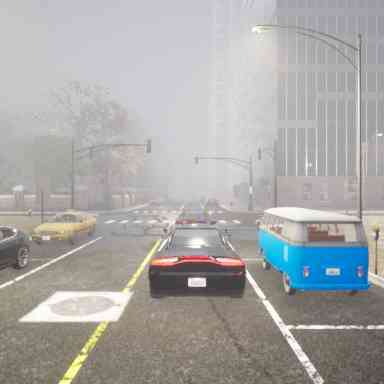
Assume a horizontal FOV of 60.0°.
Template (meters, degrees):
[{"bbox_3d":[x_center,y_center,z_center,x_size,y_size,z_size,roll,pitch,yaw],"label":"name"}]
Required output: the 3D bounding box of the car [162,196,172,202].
[{"bbox_3d":[-5.603,1.537,74.953,1.802,1.307,4.206,0,0,0],"label":"car"}]

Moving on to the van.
[{"bbox_3d":[2.783,1.337,8.408,1.690,1.788,3.998,0,0,0],"label":"van"}]

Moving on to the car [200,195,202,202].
[{"bbox_3d":[2.752,1.538,52.214,1.947,1.339,4.313,0,0,0],"label":"car"}]

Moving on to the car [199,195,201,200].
[{"bbox_3d":[2.778,1.521,74.939,1.947,1.339,4.313,0,0,0],"label":"car"}]

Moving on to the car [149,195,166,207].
[{"bbox_3d":[-5.629,1.517,52.222,1.887,1.381,4.507,0,0,0],"label":"car"}]

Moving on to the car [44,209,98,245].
[{"bbox_3d":[-5.801,1.518,15.651,1.752,1.417,4.829,0,0,0],"label":"car"}]

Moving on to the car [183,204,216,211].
[{"bbox_3d":[0.119,1.555,17.556,1.994,1.385,4.181,0,0,0],"label":"car"}]

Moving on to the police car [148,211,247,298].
[{"bbox_3d":[0.106,1.501,8.593,2.038,1.542,4.974,0,0,0],"label":"police car"}]

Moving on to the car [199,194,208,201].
[{"bbox_3d":[2.786,1.388,80.620,1.967,1.590,4.097,0,0,0],"label":"car"}]

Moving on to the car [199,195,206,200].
[{"bbox_3d":[2.799,1.452,92.156,1.752,1.417,4.829,0,0,0],"label":"car"}]

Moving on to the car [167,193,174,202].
[{"bbox_3d":[-5.608,1.276,69.271,2.192,1.841,5.009,0,0,0],"label":"car"}]

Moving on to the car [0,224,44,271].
[{"bbox_3d":[-5.761,1.562,8.417,1.947,1.339,4.313,0,0,0],"label":"car"}]

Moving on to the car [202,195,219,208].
[{"bbox_3d":[2.746,1.416,46.534,1.967,1.590,4.097,0,0,0],"label":"car"}]

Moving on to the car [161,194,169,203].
[{"bbox_3d":[-5.623,1.520,57.904,2.008,1.369,4.403,0,0,0],"label":"car"}]
